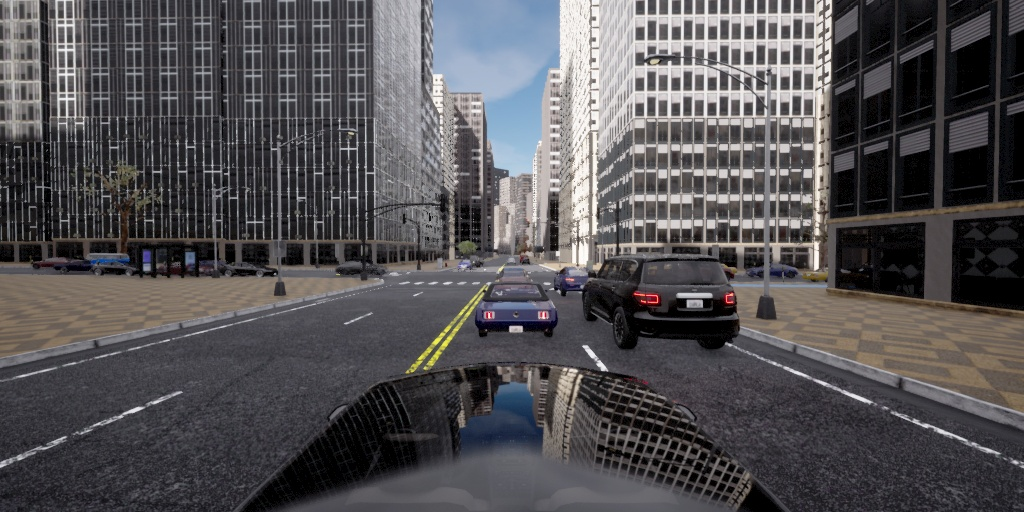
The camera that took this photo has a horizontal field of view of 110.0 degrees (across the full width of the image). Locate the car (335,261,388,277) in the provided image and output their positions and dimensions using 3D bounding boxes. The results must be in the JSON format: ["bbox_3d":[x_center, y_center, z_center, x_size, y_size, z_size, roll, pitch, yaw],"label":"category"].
[{"bbox_3d":[-14.115,1.168,33.746,4.674,1.442,1.812,1,1,1],"label":"car"}]

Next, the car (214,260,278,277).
[{"bbox_3d":[-22.772,1.174,31.193,4.313,1.339,1.948,0,0,1],"label":"car"}]

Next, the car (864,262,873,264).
[{"bbox_3d":[36.354,1.389,36.165,4.553,1.767,2.097,1,1,1],"label":"car"}]

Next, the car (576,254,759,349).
[{"bbox_3d":[3.341,0.968,9.264,2.150,2.045,5.566,0,0,0],"label":"car"}]

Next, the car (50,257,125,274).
[{"bbox_3d":[-40.369,1.005,34.246,4.718,1.301,1.895,1,1,1],"label":"car"}]

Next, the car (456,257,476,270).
[{"bbox_3d":[-6.657,1.241,51.247,1.812,1.442,4.674,0,0,-2],"label":"car"}]

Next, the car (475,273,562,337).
[{"bbox_3d":[0.090,1.347,10.224,1.895,1.301,4.718,0,0,0],"label":"car"}]

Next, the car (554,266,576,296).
[{"bbox_3d":[3.327,1.267,18.956,1.812,1.442,4.674,0,0,0],"label":"car"}]

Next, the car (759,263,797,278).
[{"bbox_3d":[26.295,1.475,36.340,4.674,1.442,1.812,1,1,1],"label":"car"}]

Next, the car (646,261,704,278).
[{"bbox_3d":[16.473,1.341,36.493,5.008,1.535,1.882,1,1,1],"label":"car"}]

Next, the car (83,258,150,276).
[{"bbox_3d":[-34.137,1.069,31.484,4.313,1.339,1.948,0,0,1],"label":"car"}]

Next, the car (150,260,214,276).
[{"bbox_3d":[-28.456,1.138,31.318,4.207,1.307,1.802,0,0,1],"label":"car"}]

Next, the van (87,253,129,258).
[{"bbox_3d":[-45.340,0.605,40.129,3.998,1.789,1.690,0,0,1],"label":"van"}]

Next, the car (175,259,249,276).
[{"bbox_3d":[-28.334,1.061,34.010,5.357,1.411,2.033,1,1,1],"label":"car"}]

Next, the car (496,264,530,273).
[{"bbox_3d":[0.078,1.305,18.961,1.994,1.385,4.181,0,0,0],"label":"car"}]

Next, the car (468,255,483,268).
[{"bbox_3d":[-6.656,0.925,61.209,2.150,2.045,5.566,0,0,0],"label":"car"}]

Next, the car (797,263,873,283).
[{"bbox_3d":[27.602,1.578,30.539,4.829,1.417,1.751,0,0,1],"label":"car"}]
